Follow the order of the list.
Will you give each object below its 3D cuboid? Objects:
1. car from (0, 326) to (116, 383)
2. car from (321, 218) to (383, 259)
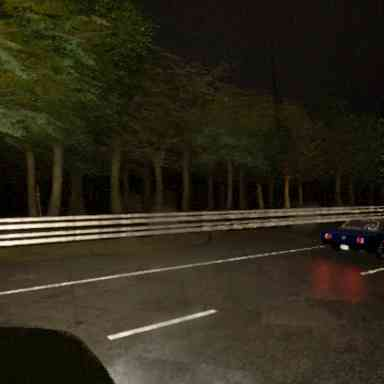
[{"bbox_3d":[-2.489,1.552,1.929,4.181,1.385,1.994,0,0,-36],"label":"car"},{"bbox_3d":[7.199,1.660,12.868,4.718,1.301,1.895,0,0,-34],"label":"car"}]
